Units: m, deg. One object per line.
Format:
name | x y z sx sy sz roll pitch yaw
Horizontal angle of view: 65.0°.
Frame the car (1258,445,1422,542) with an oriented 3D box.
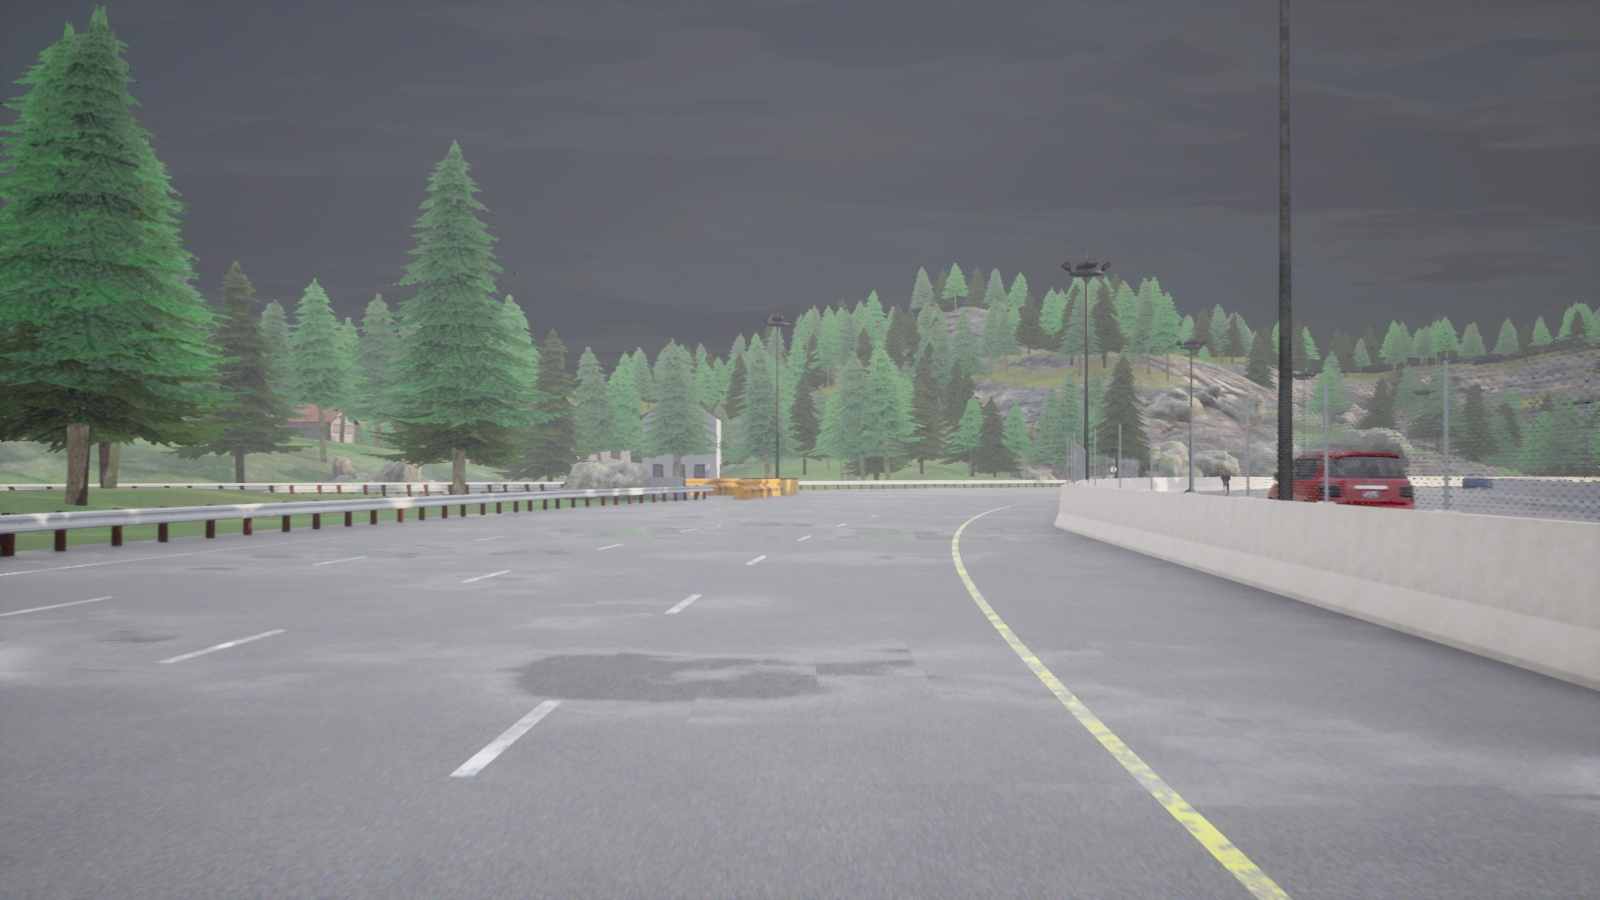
car | 12.500 0.979 29.504 2.150 2.045 5.566 -1 -1 8
